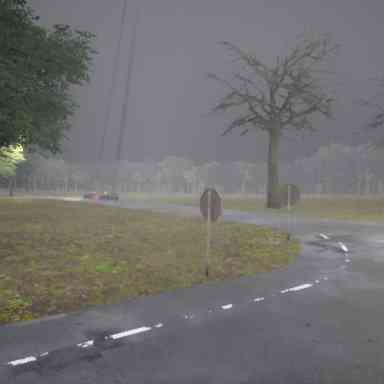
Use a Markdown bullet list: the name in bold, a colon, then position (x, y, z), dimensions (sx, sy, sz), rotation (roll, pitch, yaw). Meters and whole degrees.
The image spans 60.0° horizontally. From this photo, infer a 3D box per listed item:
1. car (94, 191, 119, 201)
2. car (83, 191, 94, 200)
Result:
- **car**: position (-13.393, 0.651, 53.528), dimensions (2.128, 1.511, 4.902), rotation (2, -1, -35)
- **car**: position (-18.149, 0.603, 60.089), dimensions (1.882, 1.535, 5.008), rotation (2, -1, -36)
